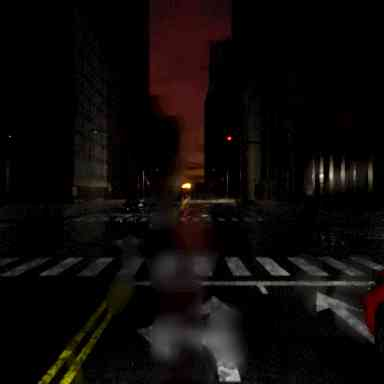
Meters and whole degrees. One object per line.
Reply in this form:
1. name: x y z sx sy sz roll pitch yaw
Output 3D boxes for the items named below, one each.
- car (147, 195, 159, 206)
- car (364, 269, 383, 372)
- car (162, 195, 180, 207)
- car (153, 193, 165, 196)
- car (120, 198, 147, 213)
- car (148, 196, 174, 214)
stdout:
1. car: -6.529 1.613 51.301 1.895 1.301 4.718 0 0 0
2. car: 3.351 1.222 2.050 2.150 2.045 5.566 0 0 0
3. car: -3.277 1.538 51.319 1.812 1.442 4.674 0 0 0
4. car: -6.438 1.158 67.612 2.150 2.045 5.566 0 0 0
5. car: -6.558 1.511 36.576 1.837 1.490 4.892 0 1 0
6. car: -3.308 1.485 36.232 1.882 1.535 5.008 0 0 0
